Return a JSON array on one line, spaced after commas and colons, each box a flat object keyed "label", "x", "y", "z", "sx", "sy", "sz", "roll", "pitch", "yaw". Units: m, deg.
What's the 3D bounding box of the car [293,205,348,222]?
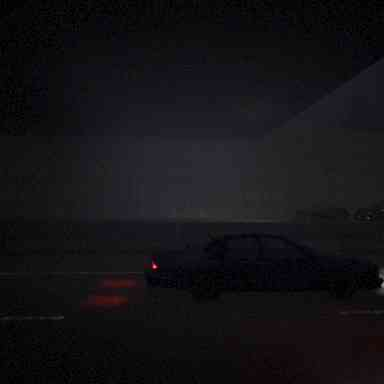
[{"label": "car", "x": 11.632, "y": 1.894, "z": 29.976, "sx": 4.902, "sy": 1.511, "sz": 2.128, "roll": 1, "pitch": -1, "yaw": -4}]

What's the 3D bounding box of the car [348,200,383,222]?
[{"label": "car", "x": 16.061, "y": 1.631, "z": 26.788, "sx": 5.566, "sy": 2.045, "sz": 2.150, "roll": 1, "pitch": -1, "yaw": -4}]

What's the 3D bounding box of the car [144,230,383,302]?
[{"label": "car", "x": 1.569, "y": 1.641, "z": 8.000, "sx": 5.357, "sy": 1.411, "sz": 2.033, "roll": 1, "pitch": -1, "yaw": -4}]

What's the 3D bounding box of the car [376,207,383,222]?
[{"label": "car", "x": 13.910, "y": 1.824, "z": 19.614, "sx": 4.892, "sy": 1.490, "sz": 1.837, "roll": 1, "pitch": -1, "yaw": -4}]
